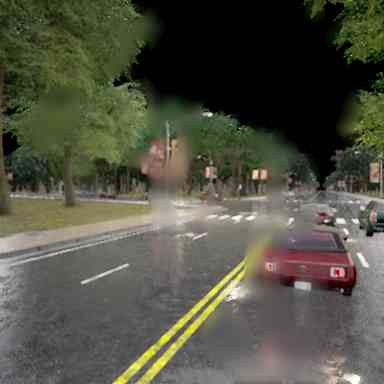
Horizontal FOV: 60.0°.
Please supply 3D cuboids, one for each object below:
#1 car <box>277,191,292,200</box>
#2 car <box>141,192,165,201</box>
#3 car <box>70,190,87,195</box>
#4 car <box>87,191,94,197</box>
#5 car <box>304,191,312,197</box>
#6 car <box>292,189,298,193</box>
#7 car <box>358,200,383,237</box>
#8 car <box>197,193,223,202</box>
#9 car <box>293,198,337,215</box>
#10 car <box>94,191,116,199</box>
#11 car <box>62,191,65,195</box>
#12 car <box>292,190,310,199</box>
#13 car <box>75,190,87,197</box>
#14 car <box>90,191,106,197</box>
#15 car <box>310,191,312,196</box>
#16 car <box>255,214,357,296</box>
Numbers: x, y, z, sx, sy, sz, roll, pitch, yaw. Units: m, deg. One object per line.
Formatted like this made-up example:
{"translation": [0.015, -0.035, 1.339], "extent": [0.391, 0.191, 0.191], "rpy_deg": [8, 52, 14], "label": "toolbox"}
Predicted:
{"translation": [17.378, 0.768, 63.205], "extent": [1.812, 1.442, 4.674], "rpy_deg": [0, 1, 22], "label": "car"}
{"translation": [-6.571, 0.745, 56.012], "extent": [2.128, 1.511, 4.902], "rpy_deg": [-1, 1, -45], "label": "car"}
{"translation": [-30.194, 0.160, 88.441], "extent": [5.357, 1.411, 2.033], "rpy_deg": [1, 1, 45], "label": "car"}
{"translation": [-25.343, 0.459, 79.115], "extent": [4.181, 1.385, 1.994], "rpy_deg": [1, 1, 45], "label": "car"}
{"translation": [30.957, 0.450, 88.693], "extent": [1.812, 1.442, 4.674], "rpy_deg": [0, 1, 22], "label": "car"}
{"translation": [22.520, 0.608, 76.178], "extent": [1.812, 1.442, 4.674], "rpy_deg": [0, 1, 22], "label": "car"}
{"translation": [9.442, 1.140, 16.221], "extent": [2.097, 1.767, 4.553], "rpy_deg": [0, 1, 21], "label": "car"}
{"translation": [2.729, 0.854, 51.404], "extent": [1.812, 1.442, 4.674], "rpy_deg": [0, 1, -41], "label": "car"}
{"translation": [6.384, 1.289, 17.330], "extent": [1.837, 1.490, 4.892], "rpy_deg": [0, 1, 21], "label": "car"}
{"translation": [-17.106, 0.696, 66.457], "extent": [4.718, 1.301, 1.895], "rpy_deg": [1, 1, 45], "label": "car"}
{"translation": [-32.473, 0.177, 86.123], "extent": [4.674, 1.442, 1.812], "rpy_deg": [1, 1, 45], "label": "car"}
{"translation": [20.417, 0.847, 62.057], "extent": [1.895, 1.301, 4.718], "rpy_deg": [0, 1, 22], "label": "car"}
{"translation": [-26.317, 0.489, 75.513], "extent": [4.674, 1.442, 1.812], "rpy_deg": [1, 1, 45], "label": "car"}
{"translation": [-23.063, 0.426, 81.431], "extent": [4.181, 1.385, 1.994], "rpy_deg": [1, 1, 45], "label": "car"}
{"translation": [25.636, 0.625, 75.217], "extent": [2.033, 1.411, 5.357], "rpy_deg": [0, 1, 22], "label": "car"}
{"translation": [2.948, 1.495, 8.476], "extent": [1.895, 1.301, 4.718], "rpy_deg": [0, 1, 21], "label": "car"}
